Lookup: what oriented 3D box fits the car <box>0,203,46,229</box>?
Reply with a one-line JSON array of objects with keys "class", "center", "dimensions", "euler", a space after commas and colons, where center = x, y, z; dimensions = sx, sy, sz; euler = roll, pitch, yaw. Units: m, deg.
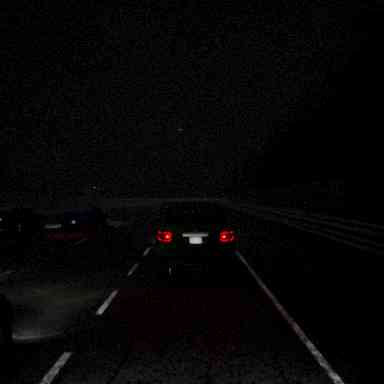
[{"class": "car", "center": [-10.417, 1.631, 19.759], "dimensions": [1.837, 1.490, 4.892], "euler": [0, 0, 0]}]

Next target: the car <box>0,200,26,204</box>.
[{"class": "car", "center": [-28.088, 2.137, 53.279], "dimensions": [1.837, 1.490, 4.892], "euler": [0, -1, 0]}]

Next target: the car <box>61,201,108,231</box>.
[{"class": "car", "center": [-6.920, 1.619, 21.897], "dimensions": [1.882, 1.535, 5.008], "euler": [0, 0, 0]}]

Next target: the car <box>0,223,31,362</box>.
[{"class": "car", "center": [-3.500, 1.372, 2.722], "dimensions": [2.097, 1.767, 4.553], "euler": [0, 0, 0]}]

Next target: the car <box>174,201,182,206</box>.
[{"class": "car", "center": [-3.582, 2.955, 86.705], "dimensions": [2.033, 1.411, 5.357], "euler": [0, -1, 0]}]

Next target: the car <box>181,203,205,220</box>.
[{"class": "car", "center": [0.071, 1.787, 31.420], "dimensions": [2.033, 1.411, 5.357], "euler": [0, -1, 0]}]

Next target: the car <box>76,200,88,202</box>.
[{"class": "car", "center": [-21.062, 2.416, 65.563], "dimensions": [1.837, 1.490, 4.892], "euler": [0, -1, 0]}]

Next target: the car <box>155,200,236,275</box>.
[{"class": "car", "center": [0.091, 1.286, 10.789], "dimensions": [2.150, 2.045, 5.566], "euler": [0, 0, 0]}]

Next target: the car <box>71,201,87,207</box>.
[{"class": "car", "center": [-24.569, 2.627, 72.772], "dimensions": [1.895, 1.301, 4.718], "euler": [0, -1, 0]}]

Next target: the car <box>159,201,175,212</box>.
[{"class": "car", "center": [-3.545, 2.081, 48.455], "dimensions": [1.994, 1.385, 4.181], "euler": [0, -1, 0]}]

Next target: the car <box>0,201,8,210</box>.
[{"class": "car", "center": [-31.580, 2.195, 53.148], "dimensions": [1.994, 1.385, 4.181], "euler": [0, -1, 0]}]
